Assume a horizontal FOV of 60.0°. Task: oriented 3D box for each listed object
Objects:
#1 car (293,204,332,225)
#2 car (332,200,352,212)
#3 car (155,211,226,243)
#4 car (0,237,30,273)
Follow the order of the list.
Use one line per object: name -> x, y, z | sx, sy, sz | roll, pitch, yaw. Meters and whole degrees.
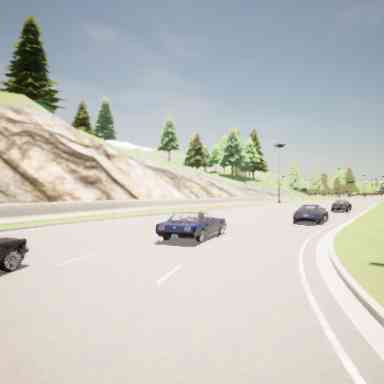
car -> 8.937, 1.601, 24.904 | 1.994, 1.385, 4.181 | 1, 0, 30
car -> 18.026, 1.644, 40.104 | 2.033, 1.411, 5.357 | 1, 0, 31
car -> 0.149, 1.569, 15.987 | 1.895, 1.301, 4.718 | 1, 0, 23
car -> -5.966, 1.526, 7.631 | 1.895, 1.301, 4.718 | 1, 0, 10
